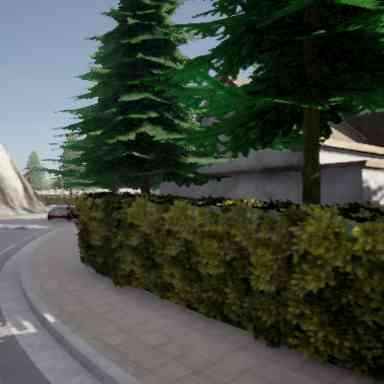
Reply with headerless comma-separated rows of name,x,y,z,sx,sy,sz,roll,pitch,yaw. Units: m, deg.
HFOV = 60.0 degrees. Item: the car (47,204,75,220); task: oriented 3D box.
car,-11.267,1.755,29.812,1.994,1.385,4.181,0,-1,-1
